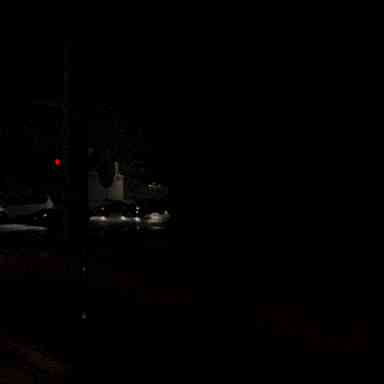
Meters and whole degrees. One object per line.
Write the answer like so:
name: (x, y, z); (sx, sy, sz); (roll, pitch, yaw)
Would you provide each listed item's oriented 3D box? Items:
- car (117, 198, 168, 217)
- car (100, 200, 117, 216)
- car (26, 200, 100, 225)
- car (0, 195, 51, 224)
car: (-4.759, 1.409, 32.716); (2.097, 1.767, 4.553); (0, 0, 29)
car: (-8.101, 1.591, 33.881); (1.812, 1.442, 4.674); (0, 0, 31)
car: (-9.630, 1.582, 25.167); (1.812, 1.442, 4.674); (0, 0, 34)
car: (-13.465, 1.286, 25.730); (2.150, 2.045, 5.566); (0, 0, 35)
